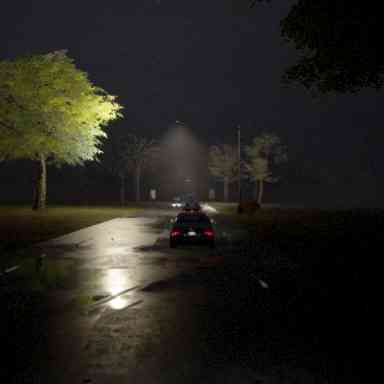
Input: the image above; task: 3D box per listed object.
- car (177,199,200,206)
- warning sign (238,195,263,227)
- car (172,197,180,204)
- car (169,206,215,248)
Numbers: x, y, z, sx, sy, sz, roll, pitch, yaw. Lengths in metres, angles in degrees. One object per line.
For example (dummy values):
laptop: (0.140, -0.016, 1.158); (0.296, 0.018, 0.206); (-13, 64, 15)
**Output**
car: (0.000, 1.632, 29.666); (2.033, 1.411, 5.357); (0, 0, 0)
warning sign: (3.578, 1.141, 20.399); (1.300, 1.860, 1.060); (2, 2, 0)
car: (-3.499, 1.991, 76.018); (2.128, 1.511, 4.902); (0, -1, 0)
car: (0.000, 1.574, 14.657); (2.033, 1.411, 5.357); (0, 0, 0)
